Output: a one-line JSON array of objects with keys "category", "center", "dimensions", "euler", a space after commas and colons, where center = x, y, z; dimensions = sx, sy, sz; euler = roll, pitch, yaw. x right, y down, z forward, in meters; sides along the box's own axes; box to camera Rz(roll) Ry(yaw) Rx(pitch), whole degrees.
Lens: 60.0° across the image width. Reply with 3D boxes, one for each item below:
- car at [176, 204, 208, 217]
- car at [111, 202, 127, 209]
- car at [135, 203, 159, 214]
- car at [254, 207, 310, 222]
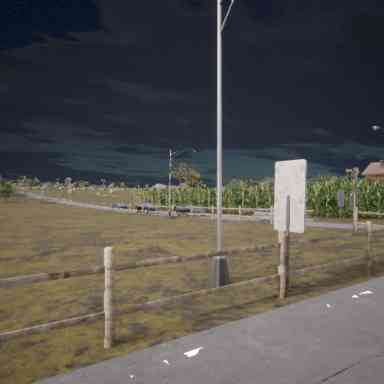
[{"category": "car", "center": [-0.089, 2.182, 39.471], "dimensions": [1.837, 1.490, 4.892], "euler": [3, -3, -35]}, {"category": "car", "center": [-14.128, 2.600, 64.257], "dimensions": [1.994, 1.385, 4.181], "euler": [3, -1, -35]}, {"category": "car", "center": [-6.662, 2.342, 48.750], "dimensions": [1.882, 1.535, 5.008], "euler": [3, -2, -35]}, {"category": "car", "center": [7.668, 2.000, 28.572], "dimensions": [1.895, 1.301, 4.718], "euler": [3, -3, -35]}]
